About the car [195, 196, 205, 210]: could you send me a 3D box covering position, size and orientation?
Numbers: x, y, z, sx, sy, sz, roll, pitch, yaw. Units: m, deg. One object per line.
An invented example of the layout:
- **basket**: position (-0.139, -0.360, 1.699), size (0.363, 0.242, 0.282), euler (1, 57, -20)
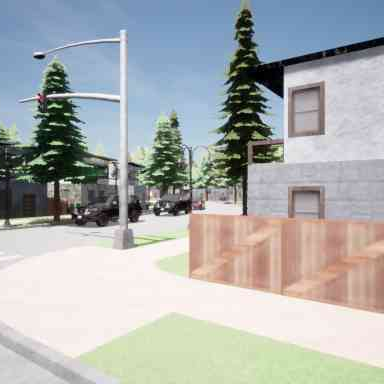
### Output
- **car**: position (0.419, 1.333, 42.111), size (2.097, 1.767, 4.553), euler (0, 0, 9)

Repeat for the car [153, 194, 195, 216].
- **car**: position (-1.830, 1.202, 32.509), size (2.150, 2.045, 5.566), euler (0, 0, 18)

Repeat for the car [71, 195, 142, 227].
- **car**: position (-5.715, 1.202, 23.130), size (2.150, 2.045, 5.566), euler (0, 0, 27)
